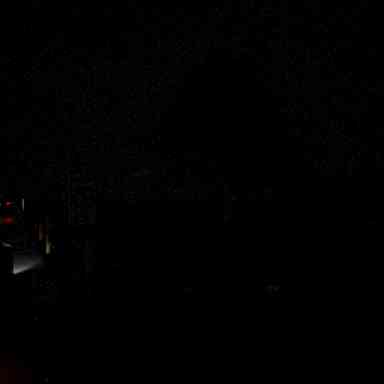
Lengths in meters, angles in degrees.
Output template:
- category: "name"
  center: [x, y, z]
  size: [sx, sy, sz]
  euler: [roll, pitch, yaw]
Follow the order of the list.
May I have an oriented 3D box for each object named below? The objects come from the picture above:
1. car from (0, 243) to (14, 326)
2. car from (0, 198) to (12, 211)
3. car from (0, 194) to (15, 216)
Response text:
- category: "car"
  center: [-4.599, 1.563, 6.476]
  size: [1.994, 1.385, 4.181]
  euler: [0, 0, -28]
- category: "car"
  center: [-23.932, 1.576, 42.105]
  size: [2.033, 1.411, 5.357]
  euler: [0, 0, -28]
- category: "car"
  center: [-18.780, 1.239, 32.701]
  size: [2.150, 2.045, 5.566]
  euler: [0, 0, -28]
